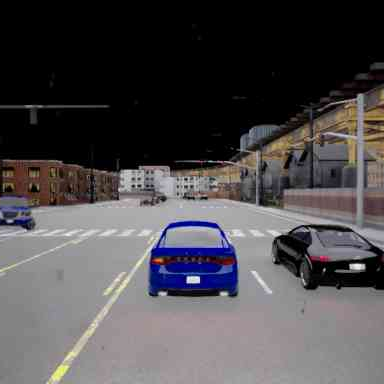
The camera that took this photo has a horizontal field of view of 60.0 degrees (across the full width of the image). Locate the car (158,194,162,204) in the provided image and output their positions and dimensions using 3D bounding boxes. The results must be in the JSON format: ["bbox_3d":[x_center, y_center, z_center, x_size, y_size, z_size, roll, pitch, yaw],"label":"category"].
[{"bbox_3d":[-7.246,1.526,63.406,1.812,1.442,4.674,0,0,0],"label":"car"}]

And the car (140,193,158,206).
[{"bbox_3d":[-7.251,1.352,54.607,2.097,1.767,4.553,0,0,0],"label":"car"}]

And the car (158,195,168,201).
[{"bbox_3d":[-7.258,1.539,84.147,2.033,1.411,5.357,0,0,0],"label":"car"}]

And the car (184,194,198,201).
[{"bbox_3d":[-0.282,1.345,86.759,2.097,1.767,4.553,0,0,-3],"label":"car"}]

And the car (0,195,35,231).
[{"bbox_3d":[-11.042,1.220,20.508,2.150,2.045,5.566,2,-1,-26],"label":"car"}]

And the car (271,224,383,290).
[{"bbox_3d":[3.538,1.564,9.104,1.994,1.385,4.181,0,0,0],"label":"car"}]

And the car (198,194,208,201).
[{"bbox_3d":[3.204,1.471,87.658,1.882,1.535,5.008,0,0,-3],"label":"car"}]

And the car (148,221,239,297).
[{"bbox_3d":[0.035,1.478,8.638,1.882,1.535,5.008,0,0,0],"label":"car"}]

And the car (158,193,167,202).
[{"bbox_3d":[-7.225,1.225,73.640,2.150,2.045,5.566,0,0,0],"label":"car"}]
